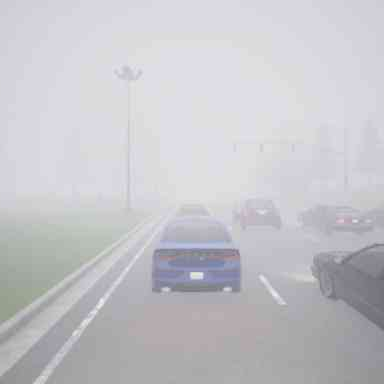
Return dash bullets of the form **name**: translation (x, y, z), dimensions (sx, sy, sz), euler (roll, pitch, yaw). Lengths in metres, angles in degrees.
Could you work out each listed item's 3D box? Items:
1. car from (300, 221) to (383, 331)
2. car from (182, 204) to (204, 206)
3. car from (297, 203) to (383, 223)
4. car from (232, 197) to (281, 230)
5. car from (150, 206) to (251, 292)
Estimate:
- **car**: translation (3.597, 1.470, 5.040), dimensions (2.033, 1.411, 5.357), euler (0, 1, 0)
- **car**: translation (0.068, 1.303, 17.376), dimensions (1.994, 1.385, 4.181), euler (0, 1, 0)
- **car**: translation (7.080, 1.292, 17.031), dimensions (2.033, 1.411, 5.357), euler (0, 1, -1)
- **car**: translation (3.567, 1.067, 19.064), dimensions (2.097, 1.767, 4.553), euler (0, 1, 0)
- **car**: translation (0.086, 1.348, 8.589), dimensions (1.882, 1.535, 5.008), euler (0, 1, 0)
